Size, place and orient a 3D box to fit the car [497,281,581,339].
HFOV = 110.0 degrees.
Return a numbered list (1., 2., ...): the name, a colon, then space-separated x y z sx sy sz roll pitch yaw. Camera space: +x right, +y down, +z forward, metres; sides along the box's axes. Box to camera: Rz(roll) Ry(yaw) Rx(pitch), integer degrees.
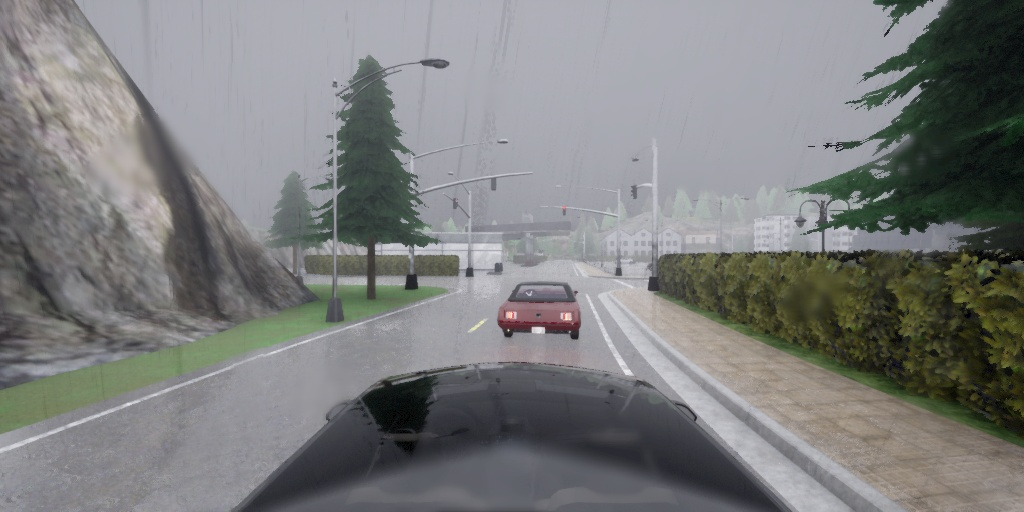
1. car: 0.912 1.351 10.109 1.895 1.301 4.718 0 0 8
